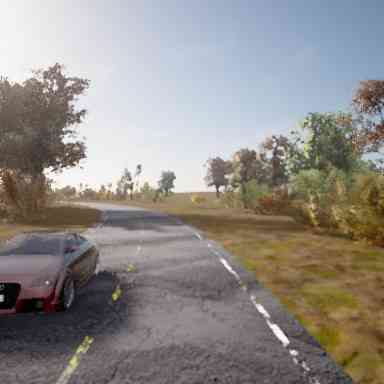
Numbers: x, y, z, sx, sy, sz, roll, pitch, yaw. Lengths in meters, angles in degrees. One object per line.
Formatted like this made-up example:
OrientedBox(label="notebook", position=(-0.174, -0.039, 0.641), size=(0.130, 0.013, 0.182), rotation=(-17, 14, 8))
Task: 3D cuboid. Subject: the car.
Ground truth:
OrientedBox(label="car", position=(-3.440, 1.623, 7.608), size=(1.994, 1.385, 4.181), rotation=(0, 0, -4))
